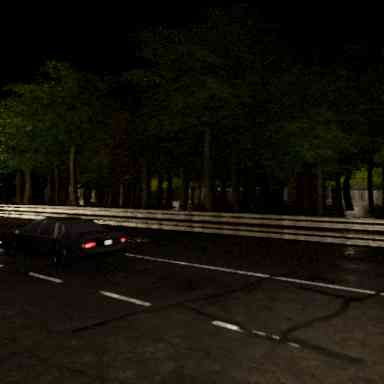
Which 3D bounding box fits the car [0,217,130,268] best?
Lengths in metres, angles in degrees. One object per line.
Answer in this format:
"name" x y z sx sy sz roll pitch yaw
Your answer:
"car" -4.548 1.562 11.417 5.357 1.411 2.033 0 0 36
